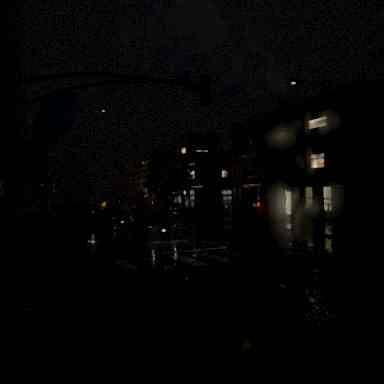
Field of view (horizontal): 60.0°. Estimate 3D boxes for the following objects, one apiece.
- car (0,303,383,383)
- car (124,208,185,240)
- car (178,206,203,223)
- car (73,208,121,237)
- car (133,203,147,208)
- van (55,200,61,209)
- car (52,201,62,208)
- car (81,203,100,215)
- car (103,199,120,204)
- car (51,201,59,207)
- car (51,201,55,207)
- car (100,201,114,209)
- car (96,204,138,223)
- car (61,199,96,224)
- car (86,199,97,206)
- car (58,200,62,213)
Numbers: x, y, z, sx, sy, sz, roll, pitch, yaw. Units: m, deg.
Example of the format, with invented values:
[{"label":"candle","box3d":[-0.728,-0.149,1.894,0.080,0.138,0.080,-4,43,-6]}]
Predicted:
[{"label":"car","box3d":[-1.048,1.554,1.941,5.357,1.411,2.033,0,0,-23]},{"label":"car","box3d":[-2.292,1.859,19.104,1.994,1.385,4.181,-1,-1,-25]},{"label":"car","box3d":[-0.487,1.923,29.453,2.008,1.369,4.403,-2,0,-24]},{"label":"car","box3d":[-6.086,1.939,20.861,1.947,1.339,4.313,-2,0,-24]},{"label":"car","box3d":[-7.124,2.173,43.865,2.008,1.369,4.403,-2,0,-24]},{"label":"van","box3d":[-19.638,2.233,51.178,1.690,1.788,3.998,-2,0,-24]},{"label":"car","box3d":[-31.019,2.869,76.396,1.887,1.381,4.507,-2,0,-24]},{"label":"car","box3d":[-13.555,2.233,44.125,1.837,1.490,4.892,-1,-1,-24]},{"label":"car","box3d":[-14.276,2.209,59.662,2.192,1.841,5.009,-2,0,-24]},{"label":"car","box3d":[-35.505,3.020,86.329,1.752,1.417,4.829,-2,0,-24]},{"label":"car","box3d":[-24.193,2.380,61.266,2.192,1.841,5.009,-2,0,-24]},{"label":"car","box3d":[-16.616,2.508,64.860,1.752,1.417,4.829,-2,0,-24]},{"label":"car","box3d":[-6.573,2.006,28.572,2.033,1.411,5.357,-1,-1,-24]},{"label":"car","box3d":[-10.323,1.850,30.298,2.192,1.841,5.009,-2,0,-24]},{"label":"car","box3d":[-25.662,2.641,84.881,2.192,1.841,5.009,-2,0,-24]},{"label":"car","box3d":[-14.792,2.148,40.422,1.967,1.590,4.097,-2,0,-24]}]
